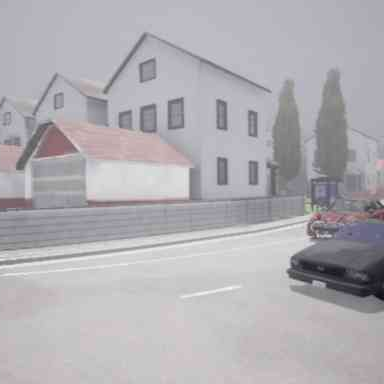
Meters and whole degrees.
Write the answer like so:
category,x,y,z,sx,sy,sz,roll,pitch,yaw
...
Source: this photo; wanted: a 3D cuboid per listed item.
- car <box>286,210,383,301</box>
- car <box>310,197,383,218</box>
category,x,y,z,sx,sy,sz,roll,pitch,yaw
car,4.665,1.375,8.059,5.357,1.411,2.033,-1,1,-35
car,6.861,1.070,14.343,4.553,1.767,2.097,-1,1,-42
